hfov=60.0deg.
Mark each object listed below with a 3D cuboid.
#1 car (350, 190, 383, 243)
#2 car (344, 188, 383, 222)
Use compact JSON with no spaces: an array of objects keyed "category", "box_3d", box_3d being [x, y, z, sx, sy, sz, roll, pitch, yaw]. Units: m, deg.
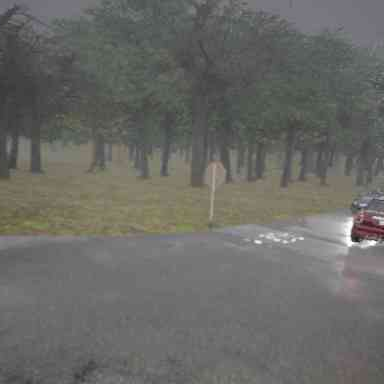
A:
[{"category":"car","box_3d":[7.528,0.978,11.960,2.097,1.767,4.553,10,8,43]},{"category":"car","box_3d":[11.090,0.651,19.747,2.128,1.511,4.902,10,8,43]}]
